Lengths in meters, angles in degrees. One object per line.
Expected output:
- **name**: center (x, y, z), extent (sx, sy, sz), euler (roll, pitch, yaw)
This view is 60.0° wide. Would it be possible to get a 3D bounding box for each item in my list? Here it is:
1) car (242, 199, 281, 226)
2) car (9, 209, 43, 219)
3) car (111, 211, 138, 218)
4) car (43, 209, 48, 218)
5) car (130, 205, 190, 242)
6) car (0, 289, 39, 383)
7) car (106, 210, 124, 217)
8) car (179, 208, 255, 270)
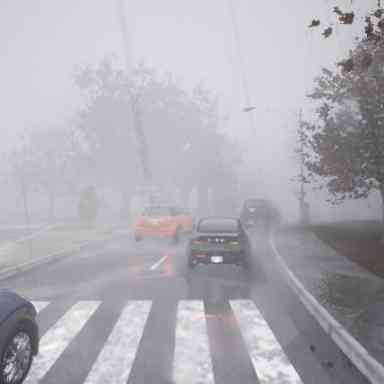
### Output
- **car**: center (5.747, 1.677, 27.352), extent (2.150, 2.045, 5.566), euler (-2, -4, 26)
- **car**: center (-25.857, 3.433, 51.299), extent (1.882, 1.535, 5.008), euler (-1, -4, 14)
- **car**: center (-14.014, 4.618, 69.129), extent (5.357, 1.411, 2.033), euler (1, -4, -18)
- **car**: center (-27.298, 3.682, 57.284), extent (2.097, 1.767, 4.553), euler (-2, -4, 28)
- **car**: center (-1.240, 1.409, 16.851), extent (2.097, 1.767, 4.553), euler (-1, 0, 11)
- **car**: center (-3.036, 1.358, 2.402), extent (2.097, 1.767, 4.553), euler (0, 0, 2)
- **car**: center (-14.358, 4.349, 65.562), extent (4.902, 1.511, 2.128), euler (1, -4, -21)
- **car**: center (0.988, 1.516, 11.121), extent (1.837, 1.490, 4.892), euler (-1, 0, 8)
